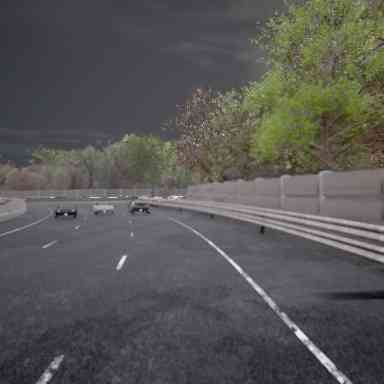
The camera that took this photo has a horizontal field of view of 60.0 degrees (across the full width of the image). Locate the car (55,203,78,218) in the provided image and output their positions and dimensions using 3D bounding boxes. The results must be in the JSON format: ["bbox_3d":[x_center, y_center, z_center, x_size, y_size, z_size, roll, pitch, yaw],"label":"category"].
[{"bbox_3d":[-11.949,1.708,31.861,1.895,1.301,4.718,-1,0,-18],"label":"car"}]

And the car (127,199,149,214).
[{"bbox_3d":[-5.778,1.542,35.428,1.837,1.490,4.892,0,0,-17],"label":"car"}]

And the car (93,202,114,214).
[{"bbox_3d":[-9.642,1.680,36.006,1.895,1.301,4.718,-1,0,-19],"label":"car"}]
